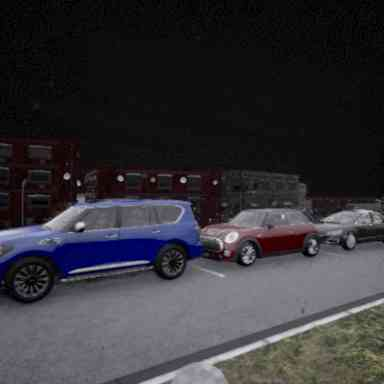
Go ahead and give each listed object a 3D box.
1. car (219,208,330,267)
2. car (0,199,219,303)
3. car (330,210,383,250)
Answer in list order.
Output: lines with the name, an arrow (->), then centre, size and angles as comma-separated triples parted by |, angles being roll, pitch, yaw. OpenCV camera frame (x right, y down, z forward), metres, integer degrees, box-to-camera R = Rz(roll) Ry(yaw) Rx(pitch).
car -> 2.336, 1.376, 11.620 | 4.553, 1.767, 2.185 | 1, 0, -33
car -> -2.329, 1.220, 8.504 | 5.566, 2.045, 2.435 | 0, 0, -34
car -> 7.078, 1.556, 14.664 | 4.892, 1.521, 2.231 | 1, 0, -31
